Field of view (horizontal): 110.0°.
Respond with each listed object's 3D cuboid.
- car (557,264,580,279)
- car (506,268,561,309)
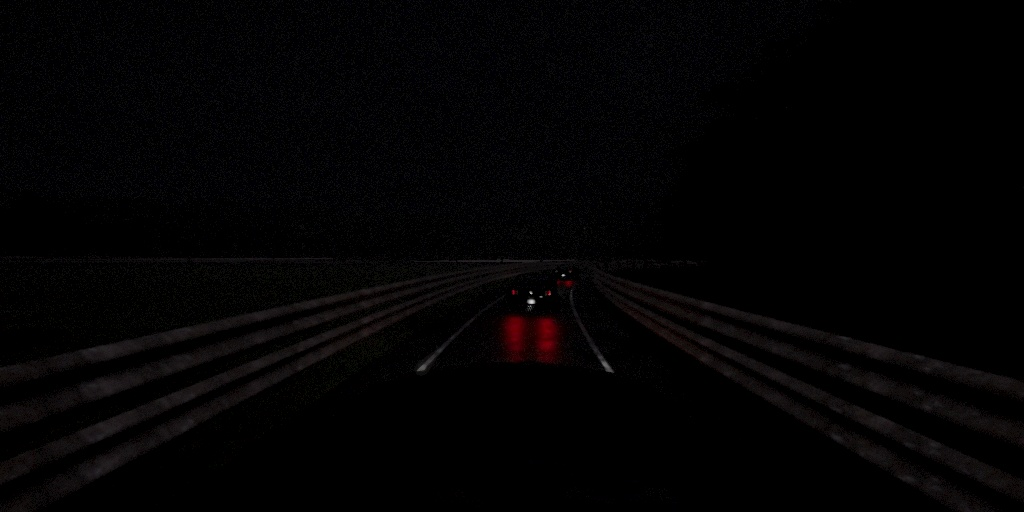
[{"bbox_3d":[5.316,1.420,34.183,1.895,1.301,4.718,0,0,18],"label":"car"},{"bbox_3d":[1.015,1.367,15.217,1.895,1.301,4.718,0,0,8],"label":"car"}]
